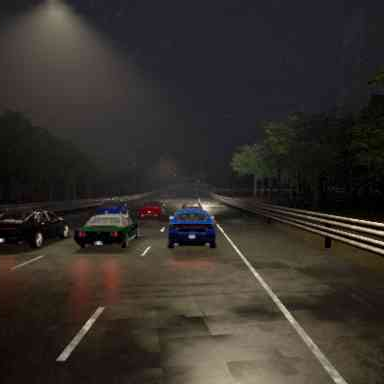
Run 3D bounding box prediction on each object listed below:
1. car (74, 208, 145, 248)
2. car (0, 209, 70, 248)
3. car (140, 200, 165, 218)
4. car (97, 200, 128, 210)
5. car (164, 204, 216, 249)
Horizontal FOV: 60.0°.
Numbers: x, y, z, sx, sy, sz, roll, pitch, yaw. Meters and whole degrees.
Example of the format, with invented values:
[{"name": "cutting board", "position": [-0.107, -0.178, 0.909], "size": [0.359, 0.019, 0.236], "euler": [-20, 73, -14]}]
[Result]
[{"name": "car", "position": [-3.499, 1.623, 14.687], "size": [1.895, 1.301, 4.718], "euler": [0, 0, 0]}, {"name": "car", "position": [-7.000, 1.523, 14.658], "size": [1.837, 1.490, 4.892], "euler": [0, 0, 0]}, {"name": "car", "position": [-3.499, 1.485, 29.662], "size": [1.882, 1.535, 5.008], "euler": [0, 0, 0]}, {"name": "car", "position": [-6.999, 1.485, 29.662], "size": [1.882, 1.535, 5.008], "euler": [0, 0, 0]}, {"name": "car", "position": [0.000, 1.491, 14.657], "size": [1.882, 1.535, 5.008], "euler": [0, 0, 0]}]
